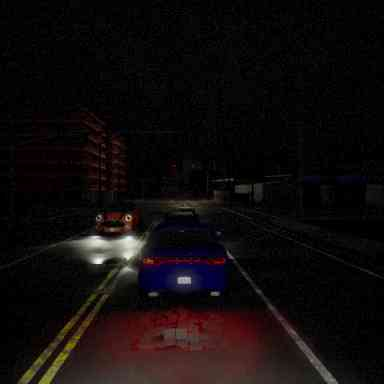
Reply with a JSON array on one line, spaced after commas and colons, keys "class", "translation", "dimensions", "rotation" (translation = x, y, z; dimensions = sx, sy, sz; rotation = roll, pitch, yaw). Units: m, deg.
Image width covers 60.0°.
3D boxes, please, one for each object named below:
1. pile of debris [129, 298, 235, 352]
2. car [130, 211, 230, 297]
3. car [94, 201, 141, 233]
[{"class": "pile of debris", "translation": [-0.175, 2.175, 5.638], "dimensions": [1.500, 0.140, 1.860], "rotation": [0, 0, -2]}, {"class": "car", "translation": [-0.216, 1.478, 8.609], "dimensions": [1.882, 1.535, 5.008], "rotation": [0, 0, -2]}, {"class": "car", "translation": [-4.230, 1.381, 19.518], "dimensions": [2.097, 1.767, 4.553], "rotation": [0, 0, -2]}]
